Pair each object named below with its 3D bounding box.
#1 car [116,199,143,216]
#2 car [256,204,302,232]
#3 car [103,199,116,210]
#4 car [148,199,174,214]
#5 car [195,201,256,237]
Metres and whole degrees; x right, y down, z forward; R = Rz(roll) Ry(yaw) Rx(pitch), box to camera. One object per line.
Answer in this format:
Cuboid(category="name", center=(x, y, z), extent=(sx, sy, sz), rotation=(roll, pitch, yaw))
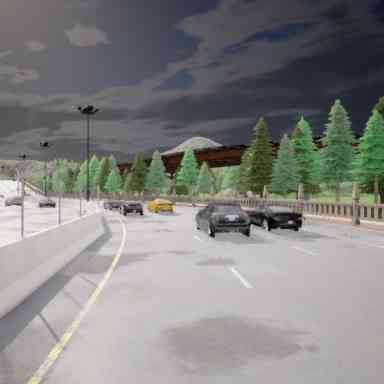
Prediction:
Cuboid(category="car", center=(-6.058, 1.504, 32.890), extent=(1.837, 1.490, 4.892), rotation=(0, 0, -19))
Cuboid(category="car", center=(4.761, 1.477, 20.133), extent=(1.882, 1.535, 5.008), rotation=(0, 0, -11))
Cuboid(category="car", center=(-9.979, 1.547, 42.580), extent=(2.033, 1.411, 5.357), rotation=(0, 0, -27))
Cuboid(category="car", center=(-3.465, 1.478, 36.049), extent=(1.882, 1.535, 5.008), rotation=(0, 0, -20))
Cuboid(category="car", center=(1.547, 1.352, 18.280), extent=(2.097, 1.767, 4.553), rotation=(0, 0, -10))
